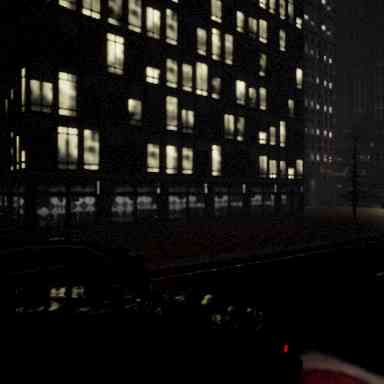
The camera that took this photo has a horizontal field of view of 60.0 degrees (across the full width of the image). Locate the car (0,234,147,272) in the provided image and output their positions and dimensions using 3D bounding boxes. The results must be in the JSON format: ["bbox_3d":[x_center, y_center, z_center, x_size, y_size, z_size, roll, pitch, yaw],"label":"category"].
[{"bbox_3d":[-3.045,1.514,5.532,4.902,1.511,2.128,1,-1,-36],"label":"car"}]

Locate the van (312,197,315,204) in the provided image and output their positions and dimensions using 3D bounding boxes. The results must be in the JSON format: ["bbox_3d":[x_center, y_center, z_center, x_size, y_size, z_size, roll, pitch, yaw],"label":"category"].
[{"bbox_3d":[28.711,2.119,83.351,1.690,1.788,3.998,1,0,-40],"label":"van"}]

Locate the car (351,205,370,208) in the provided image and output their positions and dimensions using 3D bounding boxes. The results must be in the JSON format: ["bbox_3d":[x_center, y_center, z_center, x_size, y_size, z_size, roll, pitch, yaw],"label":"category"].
[{"bbox_3d":[33.176,2.483,64.837,1.802,1.307,4.206,1,0,-40],"label":"car"}]

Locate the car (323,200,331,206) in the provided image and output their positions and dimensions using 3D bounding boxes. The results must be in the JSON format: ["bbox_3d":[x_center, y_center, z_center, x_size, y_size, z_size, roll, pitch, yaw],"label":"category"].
[{"bbox_3d":[29.565,2.428,69.225,1.947,1.339,4.313,1,0,-40],"label":"car"}]

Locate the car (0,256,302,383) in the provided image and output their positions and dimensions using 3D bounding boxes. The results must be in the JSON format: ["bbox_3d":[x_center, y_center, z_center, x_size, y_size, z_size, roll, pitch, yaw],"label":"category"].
[{"bbox_3d":[-1.457,1.557,2.564,5.357,1.411,2.033,1,-1,-35],"label":"car"}]

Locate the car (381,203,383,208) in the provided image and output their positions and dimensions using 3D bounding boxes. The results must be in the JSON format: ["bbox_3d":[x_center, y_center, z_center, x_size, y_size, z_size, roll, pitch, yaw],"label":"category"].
[{"bbox_3d":[36.820,2.506,60.472,1.947,1.339,4.313,1,0,-40],"label":"car"}]
